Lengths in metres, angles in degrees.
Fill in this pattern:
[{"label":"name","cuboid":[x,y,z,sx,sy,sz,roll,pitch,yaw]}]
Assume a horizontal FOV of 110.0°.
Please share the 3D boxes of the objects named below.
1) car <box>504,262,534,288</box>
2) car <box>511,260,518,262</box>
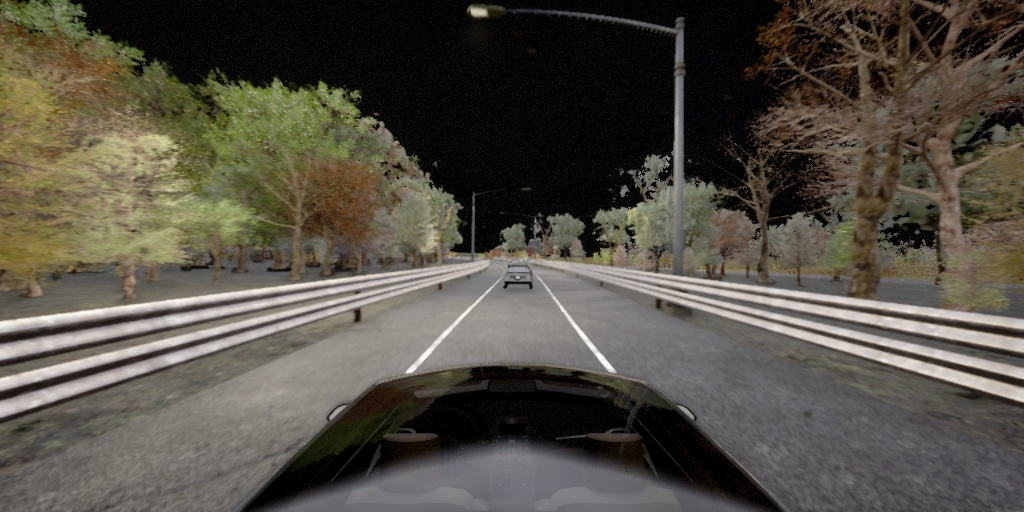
[{"label":"car","cuboid":[0.483,1.319,24.027,2.033,1.411,5.357,0,0,3]},{"label":"car","cuboid":[0.361,1.330,57.896,1.994,1.385,4.181,1,0,-3]}]
